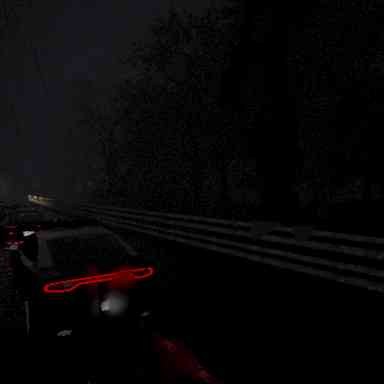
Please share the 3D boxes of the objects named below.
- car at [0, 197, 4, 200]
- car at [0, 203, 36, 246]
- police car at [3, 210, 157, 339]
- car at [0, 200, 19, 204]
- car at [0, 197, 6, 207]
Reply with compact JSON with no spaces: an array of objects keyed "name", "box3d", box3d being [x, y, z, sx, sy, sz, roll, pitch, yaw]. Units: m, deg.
[{"name":"car","box3d":[-22.408,1.540,37.894,1.994,1.385,4.181,-2,1,-29]},{"name":"car","box3d":[-7.711,1.476,15.121,1.812,1.442,4.674,-2,1,-32]},{"name":"police car","box3d":[-2.539,1.374,6.838,1.930,1.638,5.238,-2,1,-32]},{"name":"car","box3d":[-10.799,1.456,20.177,1.837,1.490,4.892,-2,1,-31]},{"name":"car","box3d":[-29.843,1.521,51.198,2.033,1.411,5.357,-2,1,-28]}]
